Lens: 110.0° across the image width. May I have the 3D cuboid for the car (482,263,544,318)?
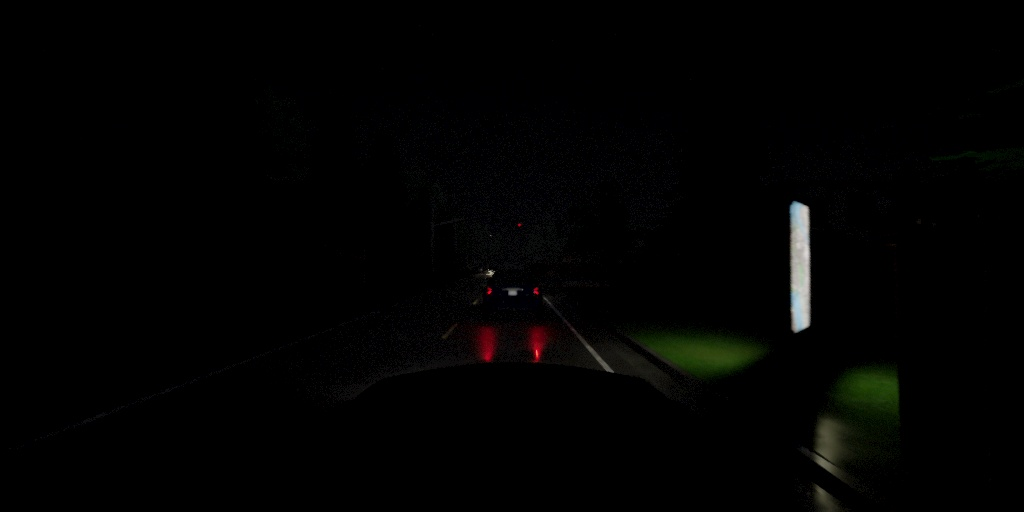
[{"bbox_3d":[0.046,1.273,14.019,2.097,1.767,4.553,0,-1,1],"label":"car"}]
